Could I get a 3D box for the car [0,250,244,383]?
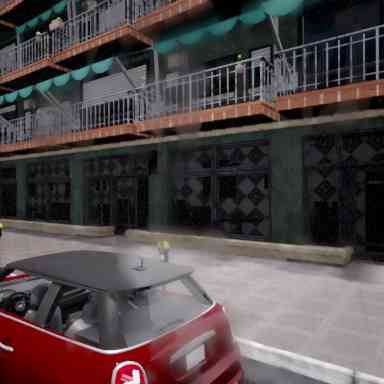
[{"bbox_3d":[-1.550,1.440,3.977,4.097,1.590,1.967,0,0,35],"label":"car"}]
